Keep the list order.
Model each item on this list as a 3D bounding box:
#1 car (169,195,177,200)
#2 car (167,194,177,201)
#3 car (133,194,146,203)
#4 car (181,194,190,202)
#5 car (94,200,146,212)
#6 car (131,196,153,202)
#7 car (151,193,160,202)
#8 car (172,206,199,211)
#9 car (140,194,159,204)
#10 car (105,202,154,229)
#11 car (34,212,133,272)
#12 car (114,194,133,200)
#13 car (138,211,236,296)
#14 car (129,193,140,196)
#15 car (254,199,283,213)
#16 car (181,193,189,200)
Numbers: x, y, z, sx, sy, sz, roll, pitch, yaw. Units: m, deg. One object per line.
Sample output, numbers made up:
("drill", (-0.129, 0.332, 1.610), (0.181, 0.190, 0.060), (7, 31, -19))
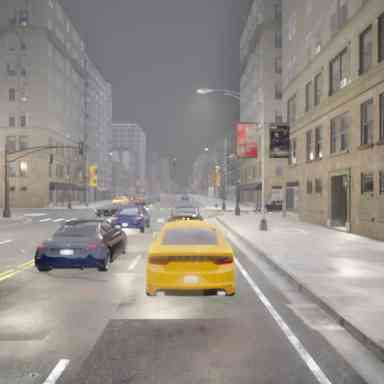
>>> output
("car", (-5.131, 1.434, 90.671), (2.033, 1.411, 5.357), (0, 0, -1))
("car", (-4.919, 1.378, 80.640), (2.097, 1.767, 4.553), (0, 0, -1))
("car", (-11.220, 1.381, 71.136), (2.097, 1.767, 4.553), (0, 0, -1))
("car", (-1.669, 1.378, 80.708), (2.097, 1.767, 4.553), (0, 0, -1))
("car", (-6.326, 1.605, 28.922), (1.895, 1.301, 4.718), (0, 0, 26))
("car", (-7.641, 1.621, 51.174), (1.895, 1.301, 4.718), (0, 0, -1))
("car", (-7.973, 1.251, 71.292), (2.150, 2.045, 5.566), (0, 0, -1))
("car", (-0.353, 1.509, 18.148), (1.837, 1.490, 4.892), (0, 0, -1))
("car", (-7.810, 1.571, 60.817), (2.033, 1.411, 5.357), (0, 0, -1))
("car", (-3.534, 1.531, 19.547), (1.812, 1.442, 4.674), (0, 0, -1))
("car", (-3.356, 1.566, 10.805), (1.994, 1.385, 4.181), (0, 0, -1))
("car", (-10.895, 1.498, 51.212), (1.882, 1.535, 5.008), (0, 0, -1))
("car", (-0.054, 1.479, 8.667), (1.882, 1.535, 5.008), (0, 0, -1))
("car", (-11.069, 1.245, 61.147), (2.150, 2.045, 5.566), (0, 0, -1))
("car", (9.323, 1.562, 36.810), (4.892, 1.490, 1.837), (0, 0, -3))
("car", (-1.881, 1.250, 90.709), (2.097, 1.767, 4.553), (0, 0, -1))
